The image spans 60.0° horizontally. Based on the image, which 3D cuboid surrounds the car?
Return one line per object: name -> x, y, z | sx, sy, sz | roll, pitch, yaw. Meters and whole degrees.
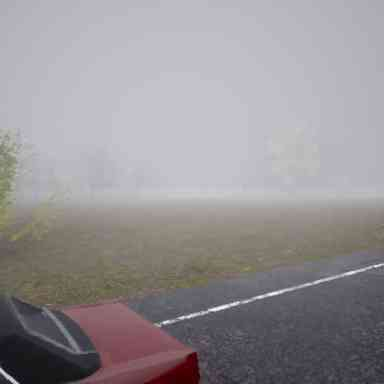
car -> -2.338, 1.603, 2.325 | 4.718, 1.301, 1.895 | 0, 0, -35
